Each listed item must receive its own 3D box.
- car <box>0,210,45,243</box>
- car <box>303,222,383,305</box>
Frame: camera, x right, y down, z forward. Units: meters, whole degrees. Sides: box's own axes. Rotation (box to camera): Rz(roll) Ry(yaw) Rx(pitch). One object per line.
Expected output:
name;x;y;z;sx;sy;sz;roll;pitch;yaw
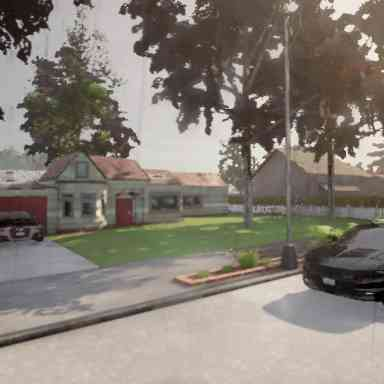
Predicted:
car;-8.013;1.517;14.852;1.994;1.381;4.181;0;-1;-36
car;4.736;1.495;8.101;5.008;1.535;1.882;0;-1;-36
